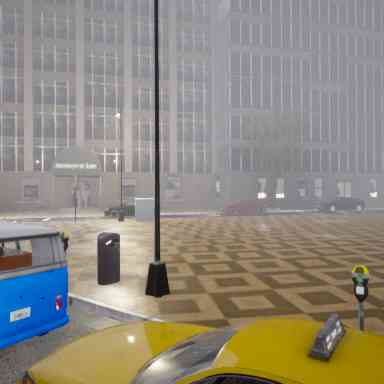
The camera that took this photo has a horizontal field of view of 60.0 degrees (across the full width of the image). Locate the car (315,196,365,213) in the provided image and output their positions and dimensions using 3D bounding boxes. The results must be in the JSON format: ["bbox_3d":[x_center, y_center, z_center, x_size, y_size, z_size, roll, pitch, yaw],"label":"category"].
[{"bbox_3d":[14.412,1.191,32.367,4.892,1.490,1.837,0,0,-14],"label":"car"}]

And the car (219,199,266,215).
[{"bbox_3d":[4.553,1.320,29.924,4.181,1.385,1.994,0,0,-14],"label":"car"}]

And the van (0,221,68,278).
[{"bbox_3d":[-3.722,1.343,5.372,3.998,1.788,1.690,0,0,35],"label":"van"}]

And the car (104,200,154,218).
[{"bbox_3d":[-5.161,1.396,27.499,4.181,1.385,1.994,0,0,-14],"label":"car"}]

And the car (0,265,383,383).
[{"bbox_3d":[0.649,1.526,2.263,4.829,1.417,1.752,0,0,35],"label":"car"}]
